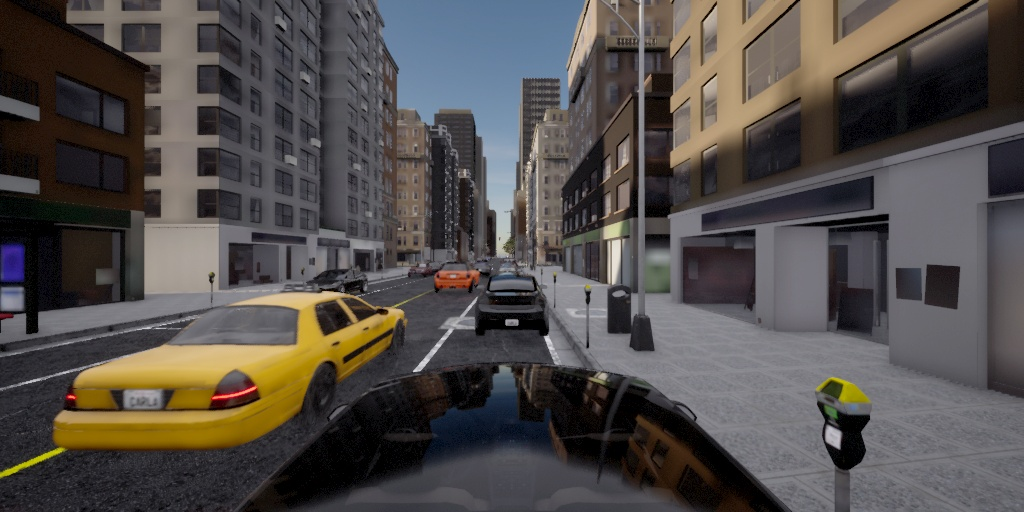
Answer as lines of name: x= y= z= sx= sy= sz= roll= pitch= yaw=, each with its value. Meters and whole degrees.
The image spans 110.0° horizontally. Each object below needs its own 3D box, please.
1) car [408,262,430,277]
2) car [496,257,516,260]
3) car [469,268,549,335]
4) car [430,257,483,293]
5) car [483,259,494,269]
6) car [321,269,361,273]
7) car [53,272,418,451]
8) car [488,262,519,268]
car: x=-8.814 y=1.333 z=34.778 sx=1.802 sy=1.307 sz=4.207 roll=0 pitch=0 yaw=0
car: x=-0.288 y=1.066 z=40.309 sx=2.192 sy=1.841 sz=5.009 roll=0 pitch=0 yaw=0
car: x=0.000 y=1.254 z=10.500 sx=1.837 sy=1.490 sz=4.892 roll=0 pitch=0 yaw=0
car: x=-3.100 y=1.102 z=21.140 sx=2.097 sy=1.767 sz=4.553 roll=0 pitch=0 yaw=1
car: x=-3.097 y=1.316 z=36.478 sx=1.994 sy=1.385 sz=4.181 roll=0 pitch=0 yaw=1
car: x=-8.813 y=1.316 z=18.202 sx=1.948 sy=1.339 sz=4.313 roll=0 pitch=0 yaw=0
car: x=-3.145 y=1.205 z=5.623 sx=1.801 sy=1.575 sz=5.366 roll=0 pitch=0 yaw=0
car: x=-0.288 y=1.301 z=23.738 sx=2.007 sy=1.370 sz=4.403 roll=0 pitch=0 yaw=0
